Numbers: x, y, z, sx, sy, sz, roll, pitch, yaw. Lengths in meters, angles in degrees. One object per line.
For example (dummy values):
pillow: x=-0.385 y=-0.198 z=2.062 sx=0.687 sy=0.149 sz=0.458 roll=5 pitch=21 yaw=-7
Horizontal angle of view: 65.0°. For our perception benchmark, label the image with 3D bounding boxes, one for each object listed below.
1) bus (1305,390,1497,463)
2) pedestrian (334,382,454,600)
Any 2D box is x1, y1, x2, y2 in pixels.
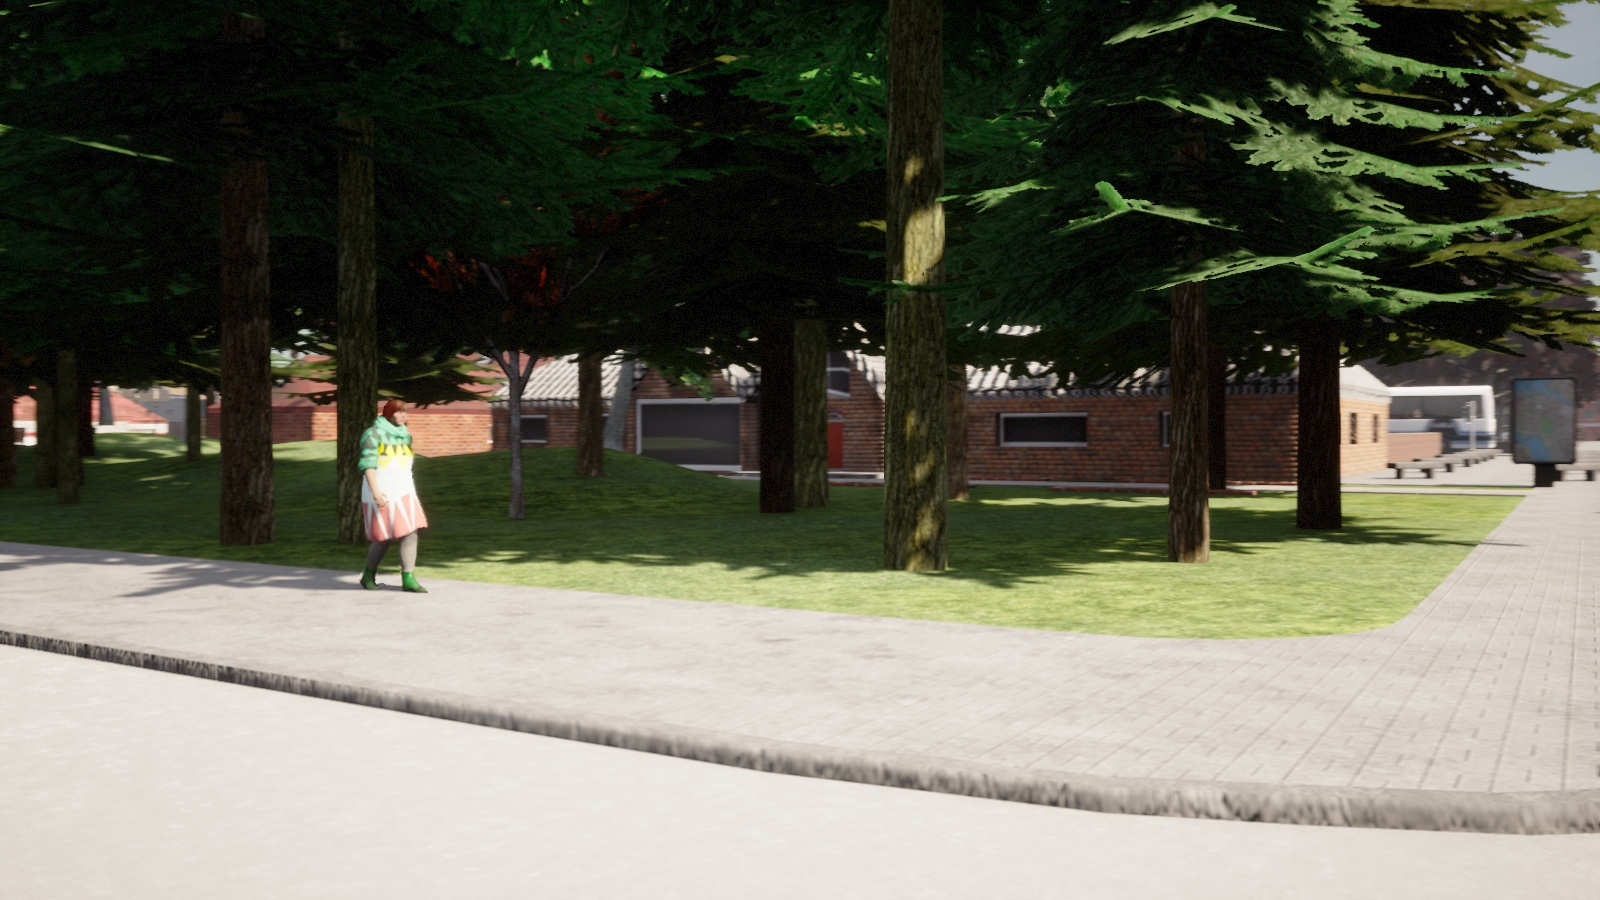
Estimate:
bus: x=36.874 y=-1.445 z=77.200 sx=10.273 sy=4.253 sz=3.944 roll=1 pitch=1 yaw=31
pedestrian: x=-3.805 y=0.358 z=11.770 sx=0.873 sy=1.952 sz=0.659 roll=1 pitch=1 yaw=32
